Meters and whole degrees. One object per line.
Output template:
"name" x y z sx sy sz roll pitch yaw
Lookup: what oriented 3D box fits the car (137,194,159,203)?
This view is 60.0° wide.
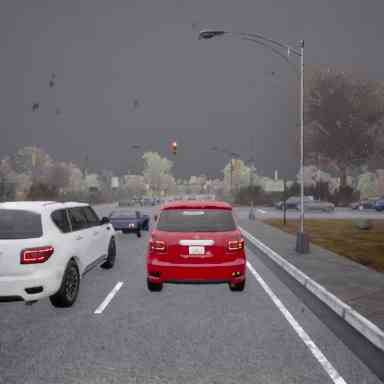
"car" -7.124 1.352 54.364 2.097 1.767 4.553 0 0 0

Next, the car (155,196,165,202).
"car" -7.067 1.595 73.497 1.895 1.301 4.718 0 0 0

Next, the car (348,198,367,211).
"car" 21.725 1.499 40.569 4.892 1.490 1.837 0 0 3

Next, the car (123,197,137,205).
"car" -10.657 1.601 54.423 1.895 1.301 4.718 0 0 1

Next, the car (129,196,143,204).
"car" -10.603 1.564 63.230 1.994 1.385 4.181 0 0 1

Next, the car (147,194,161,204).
"car" -7.112 1.352 63.249 2.097 1.767 4.553 0 0 0

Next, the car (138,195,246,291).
"car" 0.090 1.221 9.131 2.150 2.045 5.566 0 0 0

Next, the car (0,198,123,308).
"car" -3.407 1.221 8.069 2.150 2.045 5.566 0 0 0

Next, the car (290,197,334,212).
"car" 13.743 1.564 37.491 4.181 1.385 1.994 0 0 3

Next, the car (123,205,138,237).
"car" -3.415 1.601 17.837 1.895 1.301 4.718 0 0 0

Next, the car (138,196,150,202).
"car" -10.567 1.552 73.301 1.994 1.385 4.181 0 0 0

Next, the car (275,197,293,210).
"car" 12.594 1.352 41.060 4.553 1.767 2.097 0 0 3

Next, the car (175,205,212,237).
"car" 0.084 1.526 18.824 1.812 1.442 4.674 0 0 0

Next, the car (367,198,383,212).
"car" 23.079 1.212 36.990 5.566 2.045 2.150 0 0 3
